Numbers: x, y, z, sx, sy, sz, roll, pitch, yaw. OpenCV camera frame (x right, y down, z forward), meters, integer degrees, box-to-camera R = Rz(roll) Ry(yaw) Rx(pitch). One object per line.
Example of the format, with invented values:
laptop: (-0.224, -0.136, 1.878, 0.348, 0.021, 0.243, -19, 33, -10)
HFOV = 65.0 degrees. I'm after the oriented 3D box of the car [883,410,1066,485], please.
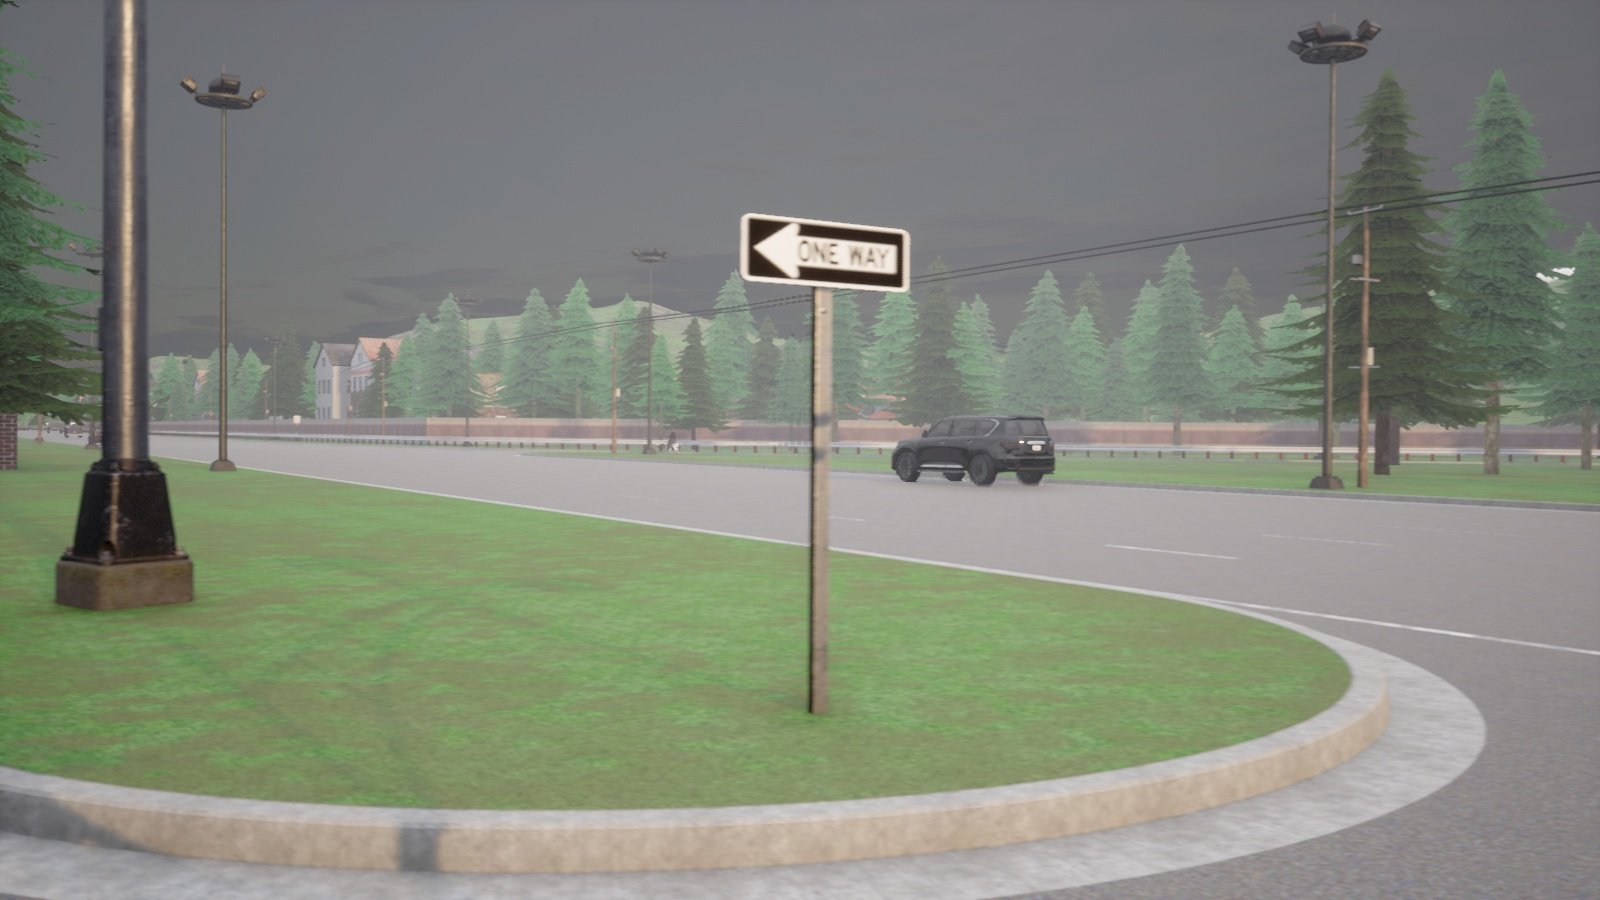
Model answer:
car: (5.044, -0.104, 37.150, 2.150, 2.045, 5.566, -1, 1, -35)
